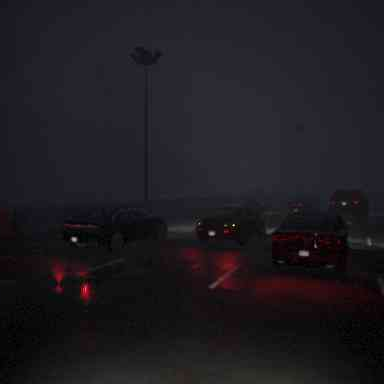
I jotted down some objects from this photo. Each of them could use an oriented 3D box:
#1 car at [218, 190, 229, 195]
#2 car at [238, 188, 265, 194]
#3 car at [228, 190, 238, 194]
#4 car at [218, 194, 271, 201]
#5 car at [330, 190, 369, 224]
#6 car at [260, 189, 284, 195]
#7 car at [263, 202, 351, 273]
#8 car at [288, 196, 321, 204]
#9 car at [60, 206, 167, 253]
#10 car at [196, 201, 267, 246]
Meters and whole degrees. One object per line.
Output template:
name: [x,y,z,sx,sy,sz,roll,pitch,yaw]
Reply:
car: [6.957,0.443,64.222,1.882,1.535,5.008,1,1,43]
car: [11.027,0.287,58.372,2.150,2.045,5.566,1,1,43]
car: [9.427,0.486,61.760,1.882,1.535,5.008,1,1,43]
car: [4.176,1.132,25.843,2.033,1.411,5.357,1,1,32]
car: [11.693,0.836,24.635,2.150,2.045,5.566,1,1,33]
car: [14.364,0.642,56.813,2.033,1.411,5.357,1,1,43]
car: [3.824,1.312,10.381,1.882,1.535,5.008,1,1,26]
car: [9.285,1.073,27.326,1.837,1.490,4.892,1,2,33]
car: [-2.740,1.278,12.877,2.128,1.511,4.902,1,1,26]
car: [1.773,1.298,14.085,1.812,1.442,4.674,1,0,27]
